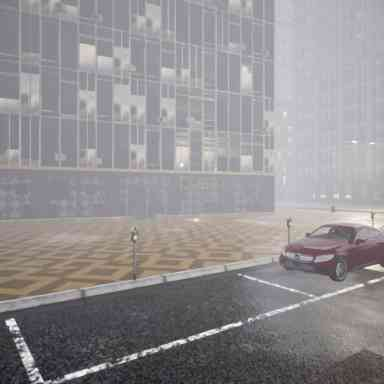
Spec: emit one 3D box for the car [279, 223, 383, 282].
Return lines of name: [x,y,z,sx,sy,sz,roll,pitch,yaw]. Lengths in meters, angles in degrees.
car: [4.361,1.579,9.684,4.206,1.307,1.802,0,0,-36]
